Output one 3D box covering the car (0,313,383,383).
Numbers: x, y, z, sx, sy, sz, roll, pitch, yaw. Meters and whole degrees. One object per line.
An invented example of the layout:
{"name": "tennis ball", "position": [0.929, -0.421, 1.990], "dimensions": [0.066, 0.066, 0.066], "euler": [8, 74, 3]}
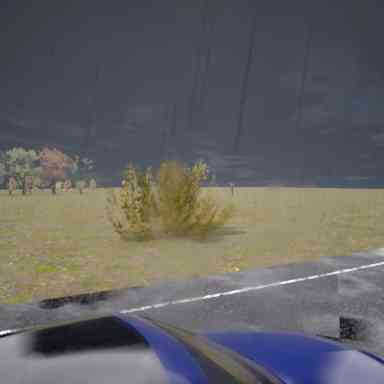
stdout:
{"name": "car", "position": [-0.382, 1.525, 1.839], "dimensions": [4.674, 1.442, 1.812], "euler": [0, 0, -29]}
